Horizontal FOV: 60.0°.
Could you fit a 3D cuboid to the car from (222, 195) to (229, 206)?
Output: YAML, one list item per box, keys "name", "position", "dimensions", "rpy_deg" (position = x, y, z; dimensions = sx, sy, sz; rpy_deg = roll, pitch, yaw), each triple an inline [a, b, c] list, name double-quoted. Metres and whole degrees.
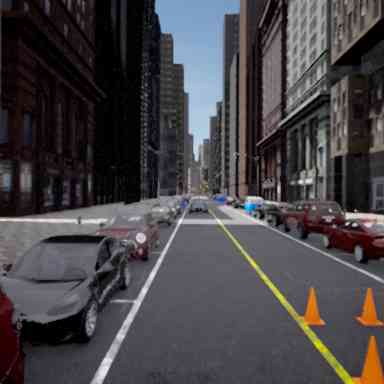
- name: "car"
  position: [6.690, 1.673, 57.127]
  dimensions: [1.887, 1.381, 4.507]
  rpy_deg: [1, 0, 1]

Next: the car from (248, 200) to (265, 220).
- name: "car"
  position: [6.402, 1.653, 28.945]
  dimensions: [1.947, 1.339, 4.313]
  rpy_deg: [1, 0, 1]

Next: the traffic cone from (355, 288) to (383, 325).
- name: "traffic cone"
  position: [3.123, 1.987, 5.864]
  dimensions: [0.340, 0.580, 0.340]
  rpy_deg: [0, 0, 1]

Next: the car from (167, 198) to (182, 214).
- name: "car"
  position: [-2.124, 1.547, 28.851]
  dimensions: [1.752, 1.417, 4.829]
  rpy_deg: [1, 0, 1]

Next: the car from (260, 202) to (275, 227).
- name: "car"
  position: [6.344, 1.645, 23.308]
  dimensions: [1.947, 1.339, 4.313]
  rpy_deg: [1, 0, 1]

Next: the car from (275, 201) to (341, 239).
- name: "car"
  position: [6.290, 1.387, 17.673]
  dimensions: [2.192, 1.841, 5.009]
  rpy_deg: [1, 0, 1]

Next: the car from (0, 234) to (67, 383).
- name: "car"
  position: [-2.407, 1.298, 0.841]
  dimensions: [2.192, 1.841, 5.009]
  rpy_deg: [1, 0, 1]

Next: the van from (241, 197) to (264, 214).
- name: "van"
  position: [6.462, 1.436, 34.582]
  dimensions: [1.690, 1.788, 3.998]
  rpy_deg: [1, 0, 1]

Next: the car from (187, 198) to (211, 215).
- name: "car"
  position: [0.701, 1.615, 35.169]
  dimensions: [1.994, 1.385, 4.181]
  rpy_deg: [0, 0, 1]

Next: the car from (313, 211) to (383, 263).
- name: "car"
  position: [6.230, 1.608, 12.035]
  dimensions: [1.887, 1.381, 4.507]
  rpy_deg: [1, 0, 1]

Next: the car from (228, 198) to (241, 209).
- name: "car"
  position: [6.575, 1.677, 45.854]
  dimensions: [1.947, 1.339, 4.313]
  rpy_deg: [1, 0, 1]

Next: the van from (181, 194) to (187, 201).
- name: "van"
  position: [-1.947, 1.387, 45.929]
  dimensions: [1.690, 1.788, 3.998]
  rpy_deg: [1, 0, 1]

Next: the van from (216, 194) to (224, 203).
- name: "van"
  position: [6.864, 1.499, 74.037]
  dimensions: [1.690, 1.788, 3.998]
  rpy_deg: [1, 0, 1]

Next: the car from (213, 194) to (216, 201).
- name: "car"
  position: [6.922, 1.485, 79.673]
  dimensions: [2.192, 1.841, 5.009]
  rpy_deg: [1, 0, 1]

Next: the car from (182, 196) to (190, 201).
- name: "car"
  position: [-1.547, 1.661, 85.380]
  dimensions: [1.887, 1.381, 4.507]
  rpy_deg: [1, 0, 1]

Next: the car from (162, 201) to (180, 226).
- name: "car"
  position: [-2.180, 1.565, 23.385]
  dimensions: [2.008, 1.369, 4.403]
  rpy_deg: [1, 0, 1]

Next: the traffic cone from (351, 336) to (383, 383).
- name: "traffic cone"
  position: [2.103, 1.977, 3.874]
  dimensions: [0.340, 0.580, 0.340]
  rpy_deg: [0, 0, 1]

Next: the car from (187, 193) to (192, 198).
- name: "car"
  position: [-1.660, 1.408, 74.109]
  dimensions: [2.192, 1.841, 5.009]
  rpy_deg: [1, 0, 1]

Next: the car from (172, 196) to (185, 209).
- name: "car"
  position: [-2.063, 1.470, 34.657]
  dimensions: [1.967, 1.590, 4.097]
  rpy_deg: [1, 0, 1]

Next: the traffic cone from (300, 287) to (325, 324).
- name: "traffic cone"
  position: [2.123, 1.980, 5.874]
  dimensions: [0.340, 0.580, 0.340]
  rpy_deg: [0, 0, 1]

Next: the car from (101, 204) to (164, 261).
- name: "car"
  position: [-2.294, 1.439, 12.113]
  dimensions: [1.967, 1.590, 4.097]
  rpy_deg: [1, 0, 1]

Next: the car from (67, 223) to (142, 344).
- name: "car"
  position: [-2.353, 1.557, 6.477]
  dimensions: [1.947, 1.339, 4.313]
  rpy_deg: [1, 0, 1]
